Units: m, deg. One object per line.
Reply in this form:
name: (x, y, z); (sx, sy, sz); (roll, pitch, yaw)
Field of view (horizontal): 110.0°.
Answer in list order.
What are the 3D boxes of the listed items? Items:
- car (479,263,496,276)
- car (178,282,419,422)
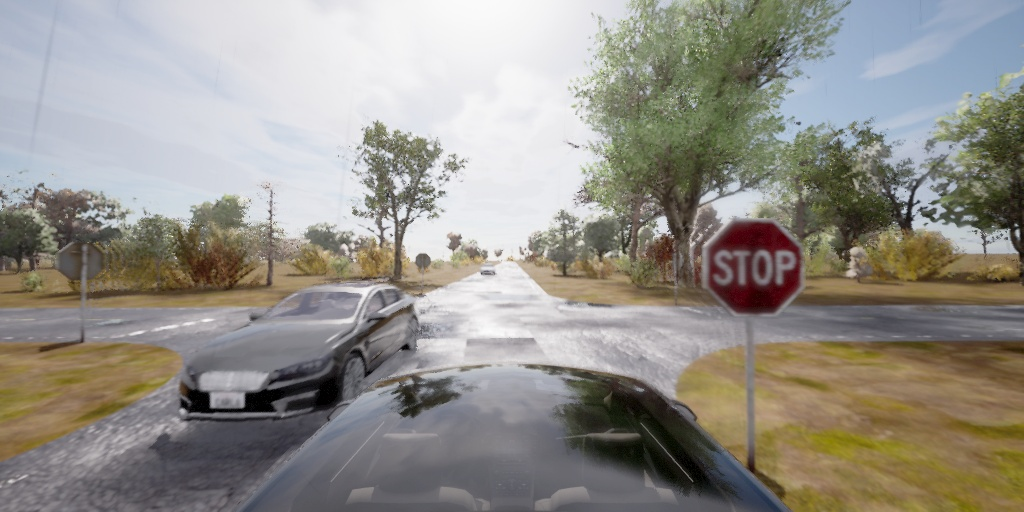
car: (-2.974, 1.668, 44.962); (1.812, 1.442, 4.674); (0, 0, 0)
car: (-2.998, 1.257, 6.230); (2.128, 1.511, 4.902); (0, 0, 0)
